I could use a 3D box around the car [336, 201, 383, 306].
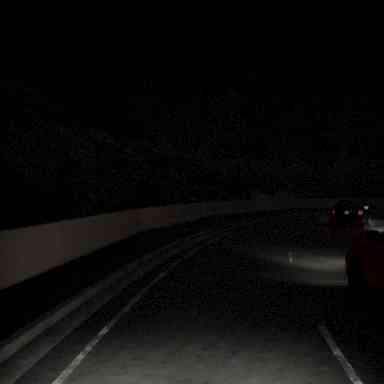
[{"bbox_3d":[4.177,1.238,4.914,2.150,2.045,5.566,0,0,7],"label":"car"}]

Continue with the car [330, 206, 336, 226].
[{"bbox_3d":[11.042,1.375,23.172,2.097,1.767,4.553,1,0,31],"label":"car"}]
